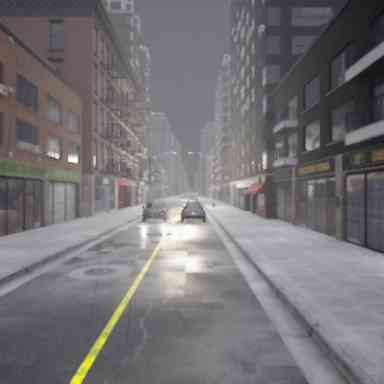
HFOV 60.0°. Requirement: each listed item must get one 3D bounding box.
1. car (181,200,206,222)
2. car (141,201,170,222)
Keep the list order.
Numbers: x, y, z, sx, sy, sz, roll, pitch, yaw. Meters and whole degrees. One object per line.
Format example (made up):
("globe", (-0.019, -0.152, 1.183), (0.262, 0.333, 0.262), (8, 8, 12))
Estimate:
("car", (0.104, 1.571, 26.849), (1.994, 1.385, 4.181), (0, 0, 0))
("car", (-2.802, 1.514, 26.380), (1.837, 1.490, 4.892), (0, -1, 0))
